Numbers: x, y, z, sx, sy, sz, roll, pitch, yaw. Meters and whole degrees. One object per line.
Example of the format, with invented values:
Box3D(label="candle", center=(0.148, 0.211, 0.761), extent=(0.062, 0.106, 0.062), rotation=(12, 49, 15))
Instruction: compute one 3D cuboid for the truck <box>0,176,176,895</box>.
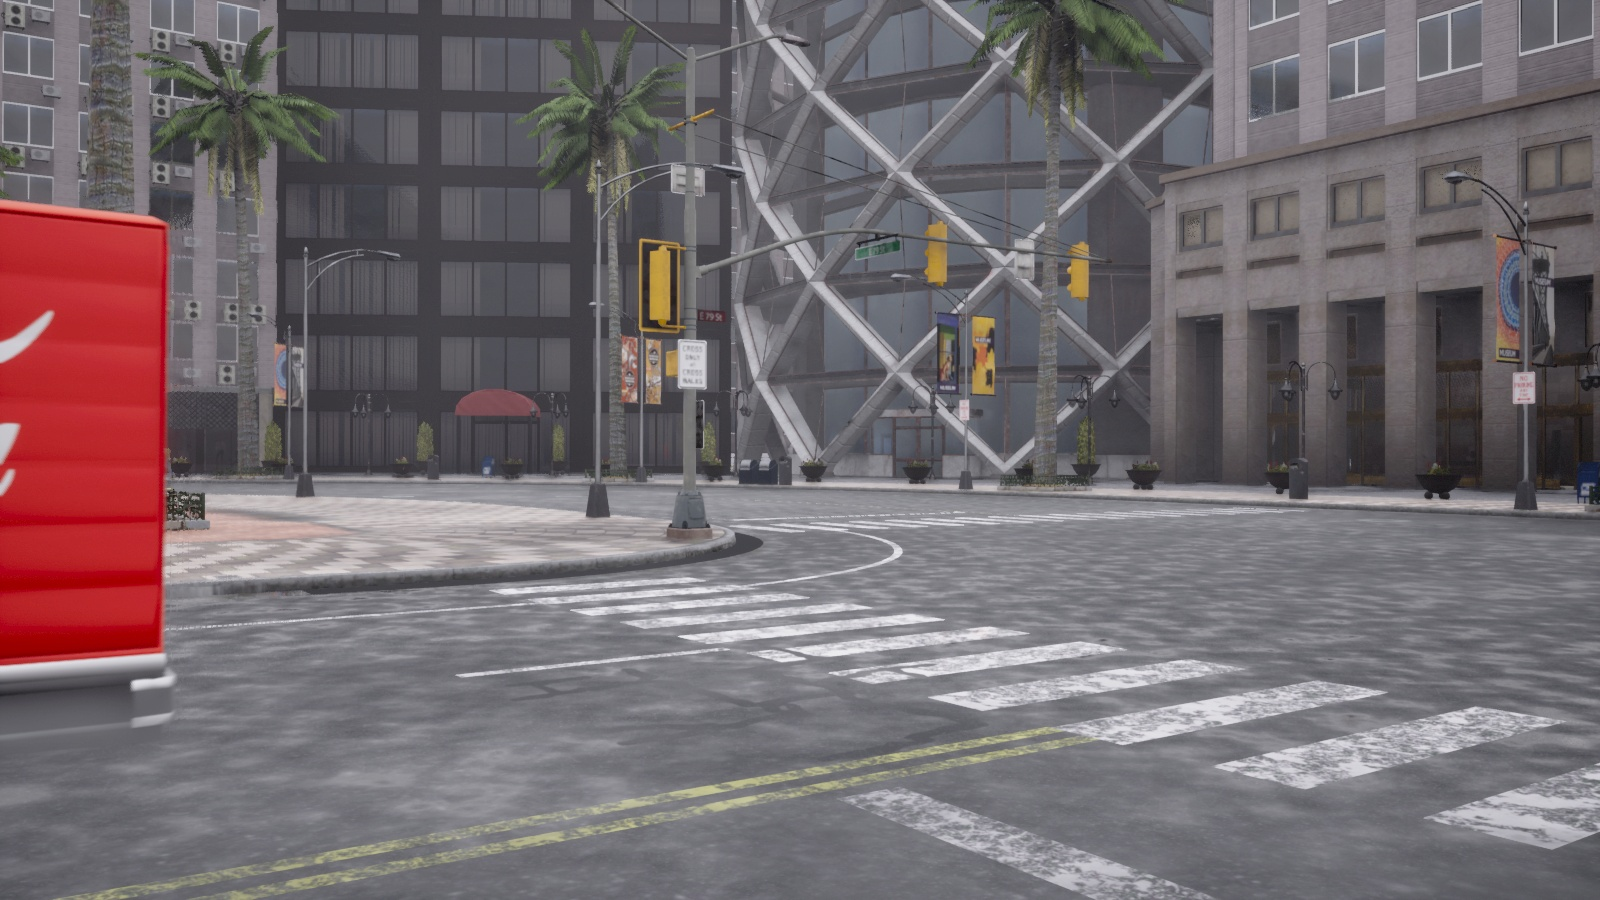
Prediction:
Box3D(label="truck", center=(-5.186, 0.285, 4.205), extent=(5.204, 2.467, 2.627), rotation=(0, 0, -35))
